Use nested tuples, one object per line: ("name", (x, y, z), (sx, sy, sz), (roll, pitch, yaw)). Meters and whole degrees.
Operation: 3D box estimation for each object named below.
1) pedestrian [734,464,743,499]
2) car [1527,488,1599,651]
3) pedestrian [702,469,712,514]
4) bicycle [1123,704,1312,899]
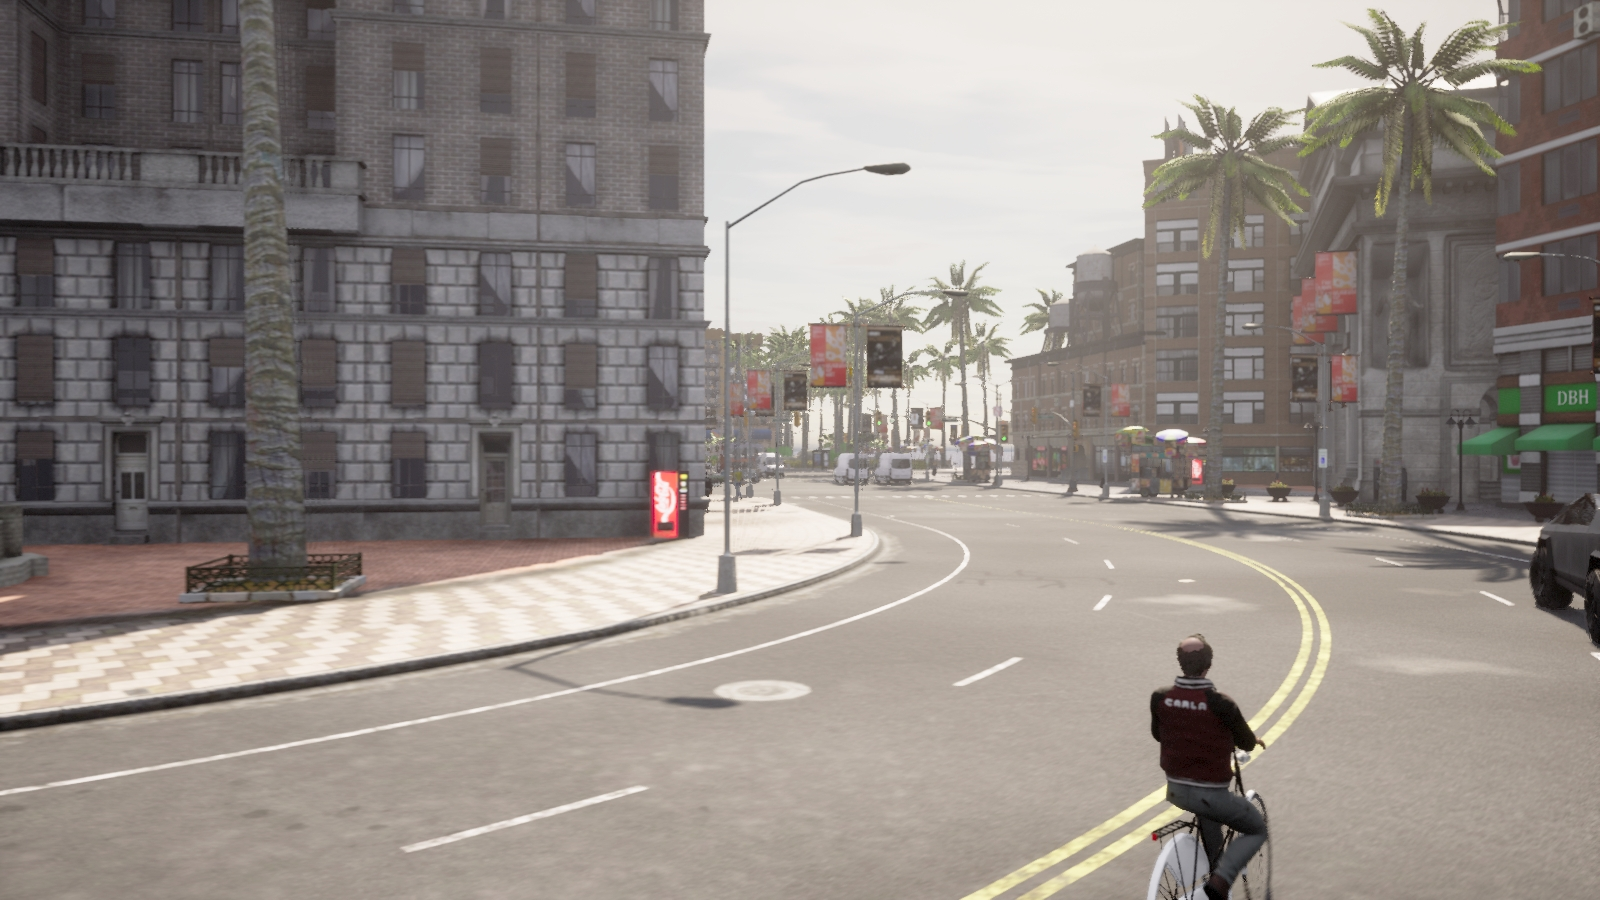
("pedestrian", (-3.328, 1.712, 61.702), (0.375, 1.860, 0.375), (0, 0, -23))
("car", (13.308, 1.755, 17.829), (2.390, 2.098, 6.274), (0, 0, 24))
("pedestrian", (-3.877, 1.709, 47.445), (0.375, 1.860, 0.375), (0, 0, -9))
("bicycle", (2.431, 2.211, 6.528), (0.329, 1.171, 1.835), (-2, -1, 41))
